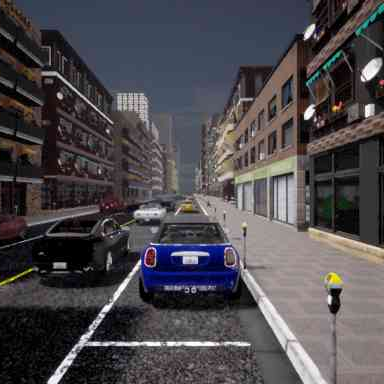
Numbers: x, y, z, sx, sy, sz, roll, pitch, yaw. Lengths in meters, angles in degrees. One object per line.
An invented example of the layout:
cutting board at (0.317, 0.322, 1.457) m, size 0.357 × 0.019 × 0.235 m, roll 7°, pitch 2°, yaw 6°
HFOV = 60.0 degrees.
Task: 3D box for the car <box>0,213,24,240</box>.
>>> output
car at (-8.835, 1.583, 14.612) m, size 1.802 × 1.307 × 4.206 m, roll 0°, pitch 0°, yaw 0°

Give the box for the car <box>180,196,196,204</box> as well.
car at (-0.454, 1.525, 37.323) m, size 1.752 × 1.417 × 4.829 m, roll 0°, pitch 0°, yaw 0°

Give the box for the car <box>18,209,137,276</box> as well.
car at (-3.144, 1.505, 10.332) m, size 1.837 × 1.490 × 4.892 m, roll 0°, pitch 0°, yaw 0°

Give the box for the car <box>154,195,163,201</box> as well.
car at (-8.834, 1.541, 87.882) m, size 2.008 × 1.369 × 4.403 m, roll 0°, pitch 0°, yaw 0°

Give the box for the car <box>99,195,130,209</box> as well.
car at (-8.833, 1.314, 37.157) m, size 2.192 × 1.841 × 5.009 m, roll 0°, pitch 0°, yaw 0°

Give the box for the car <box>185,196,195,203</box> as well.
car at (-0.453, 1.545, 70.970) m, size 2.008 × 1.369 × 4.403 m, roll 0°, pitch 0°, yaw 0°

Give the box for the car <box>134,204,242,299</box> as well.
car at (-0.032, 1.353, 8.619) m, size 2.097 × 1.767 × 4.553 m, roll 0°, pitch 0°, yaw 0°

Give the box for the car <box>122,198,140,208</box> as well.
car at (-8.834, 1.543, 48.430) m, size 1.887 × 1.381 × 4.507 m, roll 0°, pitch 0°, yaw 0°

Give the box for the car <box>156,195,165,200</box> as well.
car at (-8.834, 1.539, 93.519) m, size 2.008 × 1.369 × 4.403 m, roll 0°, pitch 0°, yaw 0°

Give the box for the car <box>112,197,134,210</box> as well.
car at (-8.834, 1.439, 42.793) m, size 1.967 × 1.590 × 4.097 m, roll 0°, pitch 0°, yaw 0°

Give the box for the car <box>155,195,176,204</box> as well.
car at (-3.061, 1.490, 41.877) m, size 2.128 × 1.511 × 4.902 m, roll 0°, pitch 0°, yaw 0°

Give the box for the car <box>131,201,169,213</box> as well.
car at (-3.064, 1.601, 25.199) m, size 1.895 × 1.301 × 4.718 m, roll 0°, pitch 0°, yaw 0°

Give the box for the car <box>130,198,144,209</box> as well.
car at (-6.228, 1.600, 37.810) m, size 1.895 × 1.301 × 4.718 m, roll 0°, pitch 0°, yaw 0°

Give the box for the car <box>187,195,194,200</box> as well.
car at (-0.452, 1.513, 93.685) m, size 1.752 × 1.417 × 4.829 m, roll 0°, pitch 0°, yaw 0°
